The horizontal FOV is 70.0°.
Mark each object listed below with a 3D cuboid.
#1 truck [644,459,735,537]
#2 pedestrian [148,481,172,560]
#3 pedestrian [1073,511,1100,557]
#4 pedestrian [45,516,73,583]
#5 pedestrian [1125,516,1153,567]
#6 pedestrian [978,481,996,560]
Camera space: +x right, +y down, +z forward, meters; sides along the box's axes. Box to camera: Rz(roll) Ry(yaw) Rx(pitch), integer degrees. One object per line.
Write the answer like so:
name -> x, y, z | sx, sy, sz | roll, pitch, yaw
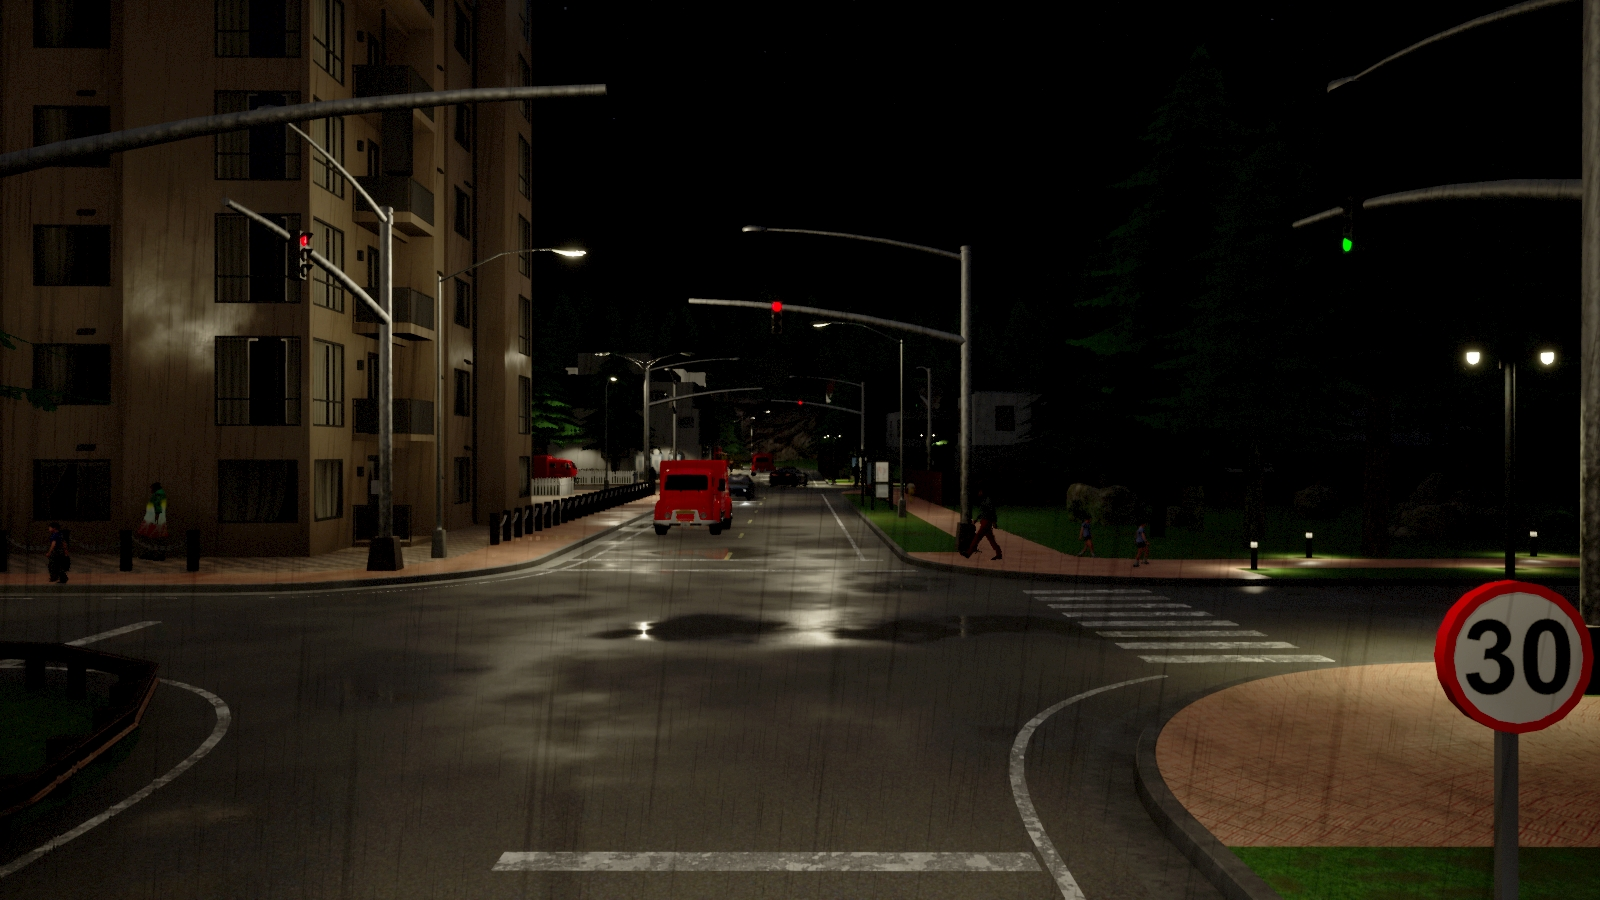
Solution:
truck -> -3.689, 1.548, 39.174 | 2.627, 2.467, 5.204 | 0, 0, 0
pedestrian -> -15.261, 1.677, 27.239 | 0.375, 1.860, 0.375 | 0, 0, -4
pedestrian -> 7.032, 2.058, 28.083 | 0.500, 1.100, 0.500 | 0, 0, 35
pedestrian -> -14.750, 1.974, 22.754 | 0.375, 1.300, 0.375 | 0, 0, -17
pedestrian -> 7.611, 2.044, 25.671 | 0.500, 1.100, 0.500 | 0, 0, 4
pedestrian -> 4.435, 1.675, 27.152 | 0.375, 1.860, 0.375 | 0, 0, 0
